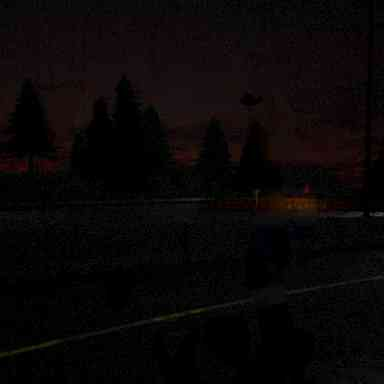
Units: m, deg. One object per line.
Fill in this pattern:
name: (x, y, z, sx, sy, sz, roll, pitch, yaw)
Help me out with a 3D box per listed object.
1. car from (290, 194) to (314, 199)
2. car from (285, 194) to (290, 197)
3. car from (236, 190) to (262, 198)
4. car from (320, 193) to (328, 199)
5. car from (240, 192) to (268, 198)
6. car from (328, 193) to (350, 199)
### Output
car: (19.251, 1.171, 57.325, 1.895, 1.301, 4.718, 2, 1, 43)
car: (18.471, 1.064, 61.568, 1.994, 1.385, 4.181, 2, 1, 44)
car: (8.945, 0.712, 50.729, 2.150, 2.045, 5.566, 2, 1, 40)
car: (29.471, 1.028, 71.737, 5.008, 1.535, 1.882, 0, 1, -41)
car: (9.054, 1.065, 45.443, 1.837, 1.490, 4.892, 1, 0, 40)
car: (30.251, 1.207, 67.837, 4.718, 1.301, 1.895, 0, 1, -41)
